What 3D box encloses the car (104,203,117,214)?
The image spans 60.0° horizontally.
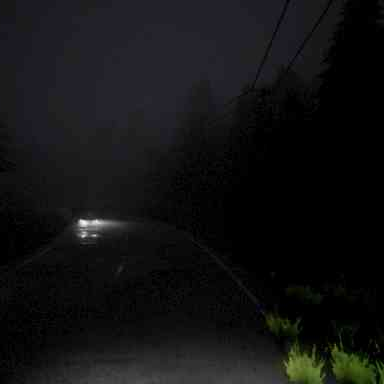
[{"bbox_3d":[-10.589,1.960,39.085,1.895,1.301,4.718,0,-1,-37],"label":"car"}]

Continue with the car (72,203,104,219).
[{"bbox_3d":[-10.538,1.798,32.777,2.128,1.511,4.902,0,-1,-28],"label":"car"}]
